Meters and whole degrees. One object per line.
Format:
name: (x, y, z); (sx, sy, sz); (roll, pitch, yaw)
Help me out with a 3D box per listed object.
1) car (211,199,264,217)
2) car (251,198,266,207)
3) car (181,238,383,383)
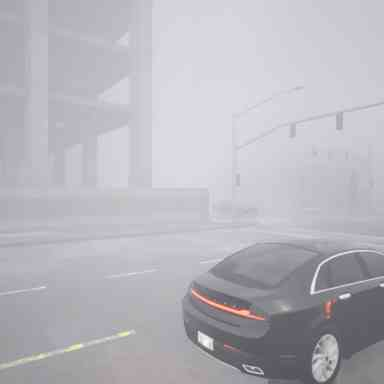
car: (4.172, 1.601, 31.720); (1.895, 1.301, 4.718); (0, 0, -36)
car: (7.758, 1.491, 45.012); (2.128, 1.511, 4.902); (0, 0, -36)
car: (2.143, 1.505, 5.317); (4.892, 1.490, 1.837); (0, 0, -35)
